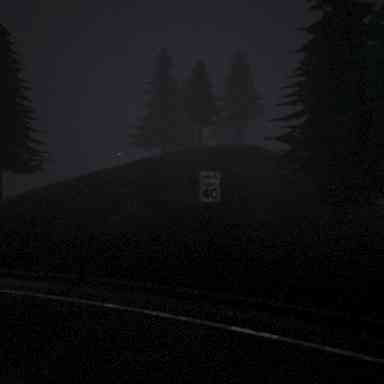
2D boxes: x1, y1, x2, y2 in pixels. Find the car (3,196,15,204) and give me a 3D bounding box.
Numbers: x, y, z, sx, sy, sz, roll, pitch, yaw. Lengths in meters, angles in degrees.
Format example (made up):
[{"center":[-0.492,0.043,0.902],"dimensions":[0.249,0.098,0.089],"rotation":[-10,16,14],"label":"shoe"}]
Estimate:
[{"center":[-32.991,1.457,58.010],"dimensions":[1.994,1.385,4.181],"rotation":[0,0,10],"label":"car"}]
